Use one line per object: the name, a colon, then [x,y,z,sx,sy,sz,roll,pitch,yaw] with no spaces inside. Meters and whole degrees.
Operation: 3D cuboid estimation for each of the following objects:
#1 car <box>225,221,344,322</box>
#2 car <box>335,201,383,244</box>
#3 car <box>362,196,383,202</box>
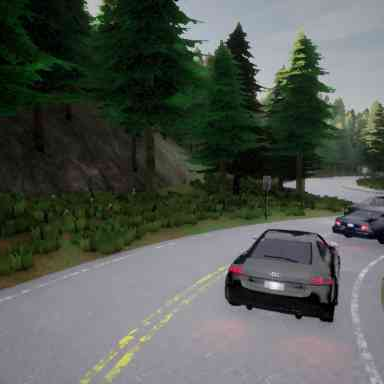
car: [2.213,1.532,7.443,1.994,1.385,4.181,2,2,24]
car: [8.598,1.372,14.965,5.357,1.411,2.033,-1,5,-33]
car: [11.895,1.012,20.893,5.357,1.411,2.033,-2,5,-31]
